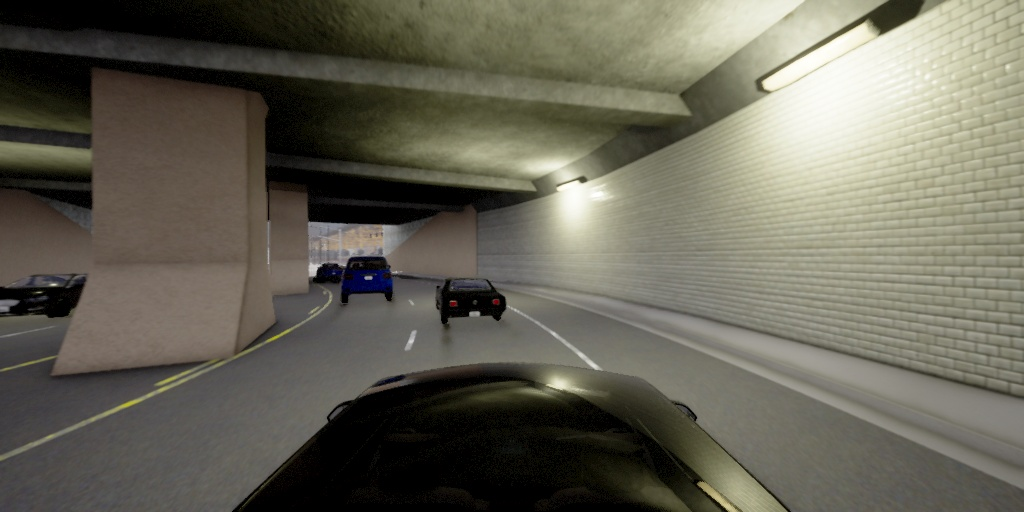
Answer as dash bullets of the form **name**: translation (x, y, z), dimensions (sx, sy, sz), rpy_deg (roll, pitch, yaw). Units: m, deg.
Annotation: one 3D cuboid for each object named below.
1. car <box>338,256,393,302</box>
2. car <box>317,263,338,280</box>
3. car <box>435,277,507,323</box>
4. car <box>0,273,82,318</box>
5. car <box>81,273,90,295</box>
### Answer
- **car**: translation (-7.237, 1.042, 17.781), dimensions (2.150, 2.045, 5.566), rpy_deg (0, 0, -24)
- **car**: translation (-17.043, 1.393, 33.634), dimensions (1.882, 1.535, 5.008), rpy_deg (-1, 0, -33)
- **car**: translation (-1.619, 1.366, 12.314), dimensions (1.895, 1.301, 4.718), rpy_deg (-1, 0, -15)
- **car**: translation (-16.973, 1.407, 13.322), dimensions (2.128, 1.511, 4.902), rpy_deg (0, 0, -26)
- **car**: translation (-13.417, 1.372, 13.870), dimensions (2.128, 1.511, 4.902), rpy_deg (0, 0, -24)
